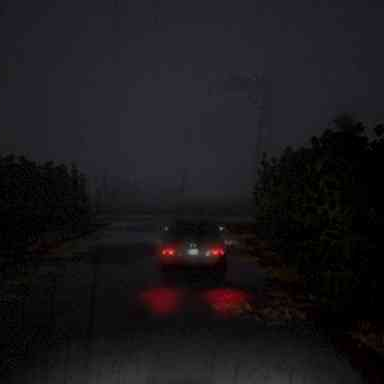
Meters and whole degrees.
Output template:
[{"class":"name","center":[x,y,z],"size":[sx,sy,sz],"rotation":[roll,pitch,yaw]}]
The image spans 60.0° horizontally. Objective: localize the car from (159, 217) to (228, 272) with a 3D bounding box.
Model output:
[{"class":"car","center":[0.054,1.490,10.541],"size":[2.033,1.411,5.357],"rotation":[0,0,1]}]
